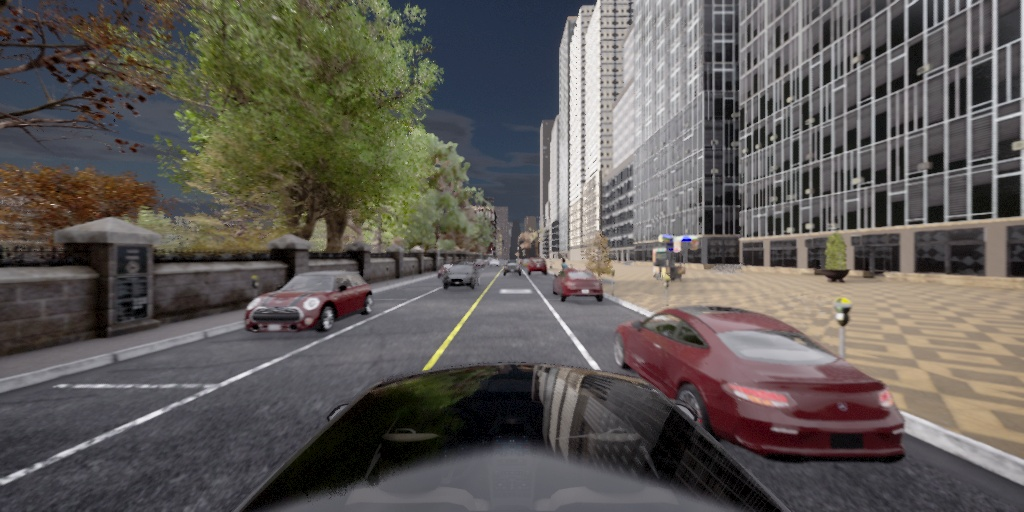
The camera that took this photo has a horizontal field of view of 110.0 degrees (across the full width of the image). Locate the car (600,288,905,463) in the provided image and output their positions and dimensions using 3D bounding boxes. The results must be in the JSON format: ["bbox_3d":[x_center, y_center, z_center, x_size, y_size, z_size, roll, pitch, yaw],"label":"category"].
[{"bbox_3d":[2.686,1.332,4.950,1.802,1.307,4.207,0,0,0],"label":"car"}]

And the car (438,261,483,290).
[{"bbox_3d":[-3.105,1.260,22.648,1.837,1.490,4.892,0,0,0],"label":"car"}]

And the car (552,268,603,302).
[{"bbox_3d":[2.994,1.280,16.927,1.812,1.442,4.674,0,0,0],"label":"car"}]

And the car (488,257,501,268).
[{"bbox_3d":[-3.045,1.304,63.562,1.812,1.442,4.674,0,0,1],"label":"car"}]

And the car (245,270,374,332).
[{"bbox_3d":[-5.695,1.189,10.580,1.967,1.591,4.097,0,0,0],"label":"car"}]

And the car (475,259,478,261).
[{"bbox_3d":[-5.706,1.317,44.375,2.007,1.370,4.403,0,0,0],"label":"car"}]

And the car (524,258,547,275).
[{"bbox_3d":[2.677,1.080,38.744,2.192,1.841,5.009,0,0,0],"label":"car"}]

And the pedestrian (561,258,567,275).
[{"bbox_3d":[2.883,1.048,19.759,0.375,1.860,0.375,0,0,-3],"label":"pedestrian"}]

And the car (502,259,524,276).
[{"bbox_3d":[0.050,1.290,37.590,1.812,1.442,4.674,0,0,1],"label":"car"}]

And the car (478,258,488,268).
[{"bbox_3d":[-5.710,1.217,61.271,1.967,1.591,4.097,0,0,0],"label":"car"}]
